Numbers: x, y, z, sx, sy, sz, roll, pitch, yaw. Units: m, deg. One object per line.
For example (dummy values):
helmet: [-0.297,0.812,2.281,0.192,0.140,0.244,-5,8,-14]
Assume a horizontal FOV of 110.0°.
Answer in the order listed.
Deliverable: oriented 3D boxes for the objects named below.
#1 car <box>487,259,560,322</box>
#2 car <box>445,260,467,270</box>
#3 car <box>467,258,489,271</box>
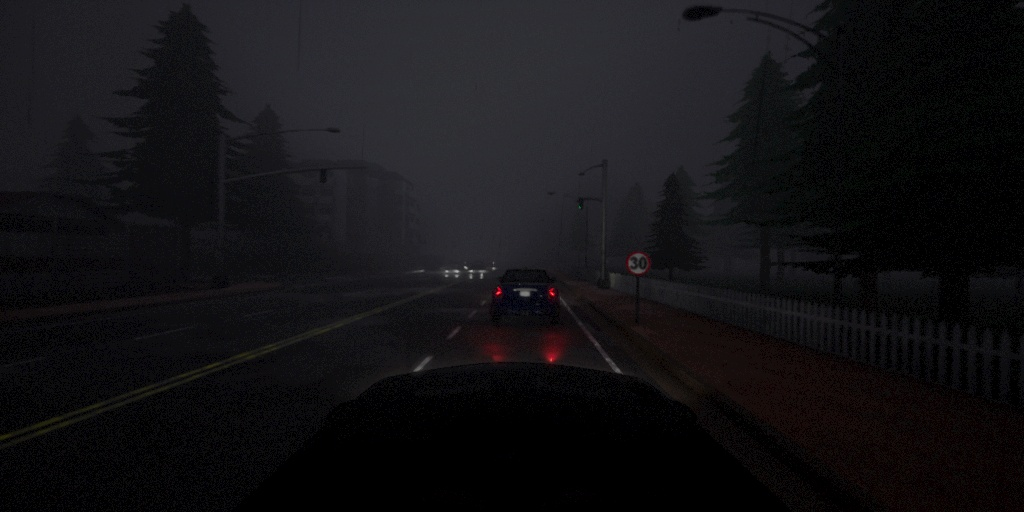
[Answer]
car: [0.495,1.136,12.634,2.097,1.767,4.553,1,0,3]
car: [-8.343,1.351,52.165,1.895,1.301,4.718,1,0,3]
car: [-4.858,1.306,51.787,1.837,1.490,4.892,1,0,3]
